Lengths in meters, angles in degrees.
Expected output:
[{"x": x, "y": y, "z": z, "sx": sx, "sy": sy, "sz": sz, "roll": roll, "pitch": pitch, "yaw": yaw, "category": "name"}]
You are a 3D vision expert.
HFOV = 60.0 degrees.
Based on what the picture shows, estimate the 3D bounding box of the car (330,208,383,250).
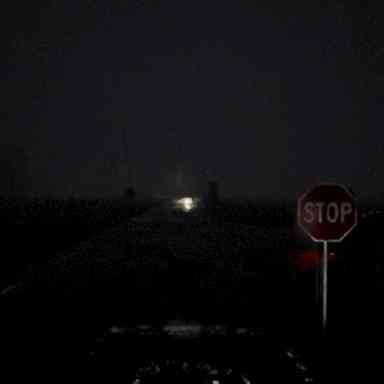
[{"x": 7.564, "y": 1.445, "z": 13.751, "sx": 4.902, "sy": 1.511, "sz": 2.128, "roll": 0, "pitch": 0, "yaw": -14, "category": "car"}]
